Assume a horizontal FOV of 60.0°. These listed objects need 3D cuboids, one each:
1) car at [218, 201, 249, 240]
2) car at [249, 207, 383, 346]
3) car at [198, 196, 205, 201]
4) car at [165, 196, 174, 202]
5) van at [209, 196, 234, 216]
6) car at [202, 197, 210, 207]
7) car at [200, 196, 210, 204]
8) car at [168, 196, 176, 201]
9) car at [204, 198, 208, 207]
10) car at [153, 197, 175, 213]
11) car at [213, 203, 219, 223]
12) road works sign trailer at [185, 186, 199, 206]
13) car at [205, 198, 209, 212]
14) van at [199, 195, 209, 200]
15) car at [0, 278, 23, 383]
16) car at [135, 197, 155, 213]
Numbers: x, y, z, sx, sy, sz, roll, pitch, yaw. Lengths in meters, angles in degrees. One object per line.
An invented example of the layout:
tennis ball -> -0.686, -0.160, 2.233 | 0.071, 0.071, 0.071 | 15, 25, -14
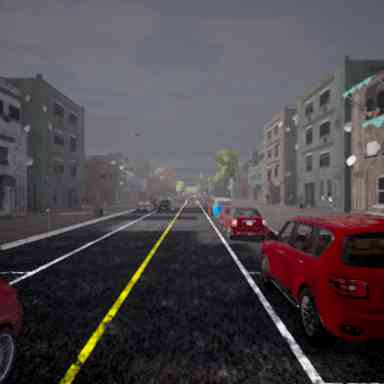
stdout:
car -> 2.687, 1.500, 17.467 | 1.967, 1.590, 4.097 | -1, 0, 0
car -> 2.685, 1.337, 6.371 | 2.192, 1.841, 5.009 | -1, 0, 0
car -> 2.693, 1.881, 95.144 | 1.947, 1.339, 4.313 | -1, 0, 0
car -> -5.688, 1.824, 84.045 | 1.887, 1.381, 4.507 | -1, 0, 0
van -> 2.687, 1.438, 28.565 | 1.690, 1.788, 3.998 | -1, 0, 0
car -> 2.690, 1.734, 45.209 | 1.802, 1.307, 4.206 | -1, 0, 0
car -> 2.691, 1.771, 56.305 | 1.802, 1.307, 4.206 | -1, 0, 0
car -> -5.687, 1.897, 95.142 | 1.802, 1.307, 4.206 | -1, 0, 0
car -> 2.690, 1.715, 39.660 | 1.802, 1.307, 4.206 | -1, 0, 0
car -> -3.084, 1.637, 39.318 | 1.837, 1.490, 4.892 | 0, 0, 0
car -> 2.689, 1.660, 23.015 | 1.802, 1.307, 4.206 | -1, 0, 0
road works sign trailer -> 0.014, 0.659, 58.138 | 2.380, 3.560, 2.880 | 0, 0, 0
car -> 2.690, 1.660, 34.112 | 1.887, 1.381, 4.507 | -1, 0, 0
van -> 2.689, 1.548, 61.854 | 1.690, 1.788, 3.998 | -1, 0, 0
car -> -3.087, 1.535, 2.547 | 1.812, 1.442, 4.674 | 0, 0, 0
car -> -5.690, 1.684, 39.659 | 2.008, 1.369, 4.403 | -1, 0, 0
